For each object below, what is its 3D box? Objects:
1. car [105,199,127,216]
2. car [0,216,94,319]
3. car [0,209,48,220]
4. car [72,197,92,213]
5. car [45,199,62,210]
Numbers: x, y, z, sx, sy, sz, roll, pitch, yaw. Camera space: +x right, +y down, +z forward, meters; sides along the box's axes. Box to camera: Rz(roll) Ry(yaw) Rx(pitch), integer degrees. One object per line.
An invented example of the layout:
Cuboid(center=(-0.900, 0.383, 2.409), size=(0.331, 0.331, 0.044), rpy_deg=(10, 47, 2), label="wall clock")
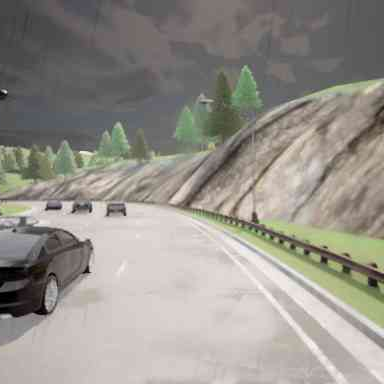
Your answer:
Cuboid(center=(-7.605, 1.494, 33.319), size=(2.128, 1.511, 4.902), rpy_deg=(-1, 0, -14), label="car")
Cuboid(center=(-3.616, 1.503, 7.530), size=(1.882, 1.535, 5.008), rpy_deg=(0, 0, -3), label="car")
Cuboid(center=(-7.642, 1.660, 14.414), size=(1.895, 1.301, 4.718), rpy_deg=(-1, 0, -7), label="car")
Cuboid(center=(-12.559, 1.407, 38.154), size=(2.097, 1.767, 4.553), rpy_deg=(-1, 0, -17), label="car")
Cuboid(center=(-18.850, 1.681, 45.271), size=(1.994, 1.385, 4.181), rpy_deg=(-1, 0, -23), label="car")
